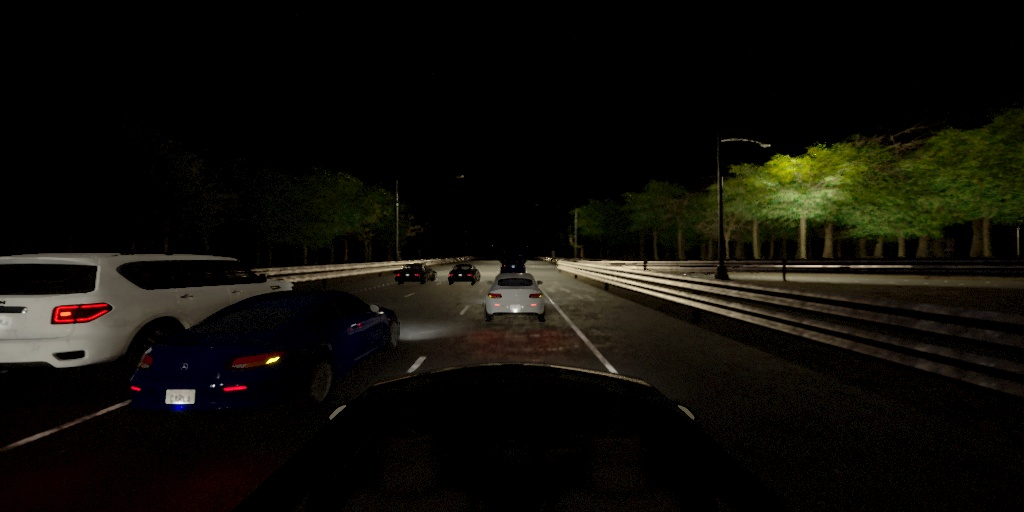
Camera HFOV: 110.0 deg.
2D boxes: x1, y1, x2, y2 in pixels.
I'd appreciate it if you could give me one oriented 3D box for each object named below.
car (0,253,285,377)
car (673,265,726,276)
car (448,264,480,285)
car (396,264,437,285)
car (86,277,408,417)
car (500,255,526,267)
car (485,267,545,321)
[{"bbox_3d":[-6.901,0.972,7.529,2.150,2.045,5.566,0,0,0],"label":"car"},{"bbox_3d":[17.063,1.062,32.734,1.812,1.442,4.674,0,-1,-30],"label":"car"},{"bbox_3d":[-3.406,1.299,26.148,2.033,1.411,5.357,0,0,0],"label":"car"},{"bbox_3d":[-6.906,1.299,26.192,2.033,1.411,5.357,0,0,0],"label":"car"},{"bbox_3d":[-3.386,1.276,5.971,1.812,1.442,4.674,0,0,0],"label":"car"},{"bbox_3d":[0.093,0.966,31.708,2.150,2.045,5.566,0,0,0],"label":"car"},{"bbox_3d":[0.096,1.278,12.345,1.812,1.442,4.674,0,0,0],"label":"car"}]
